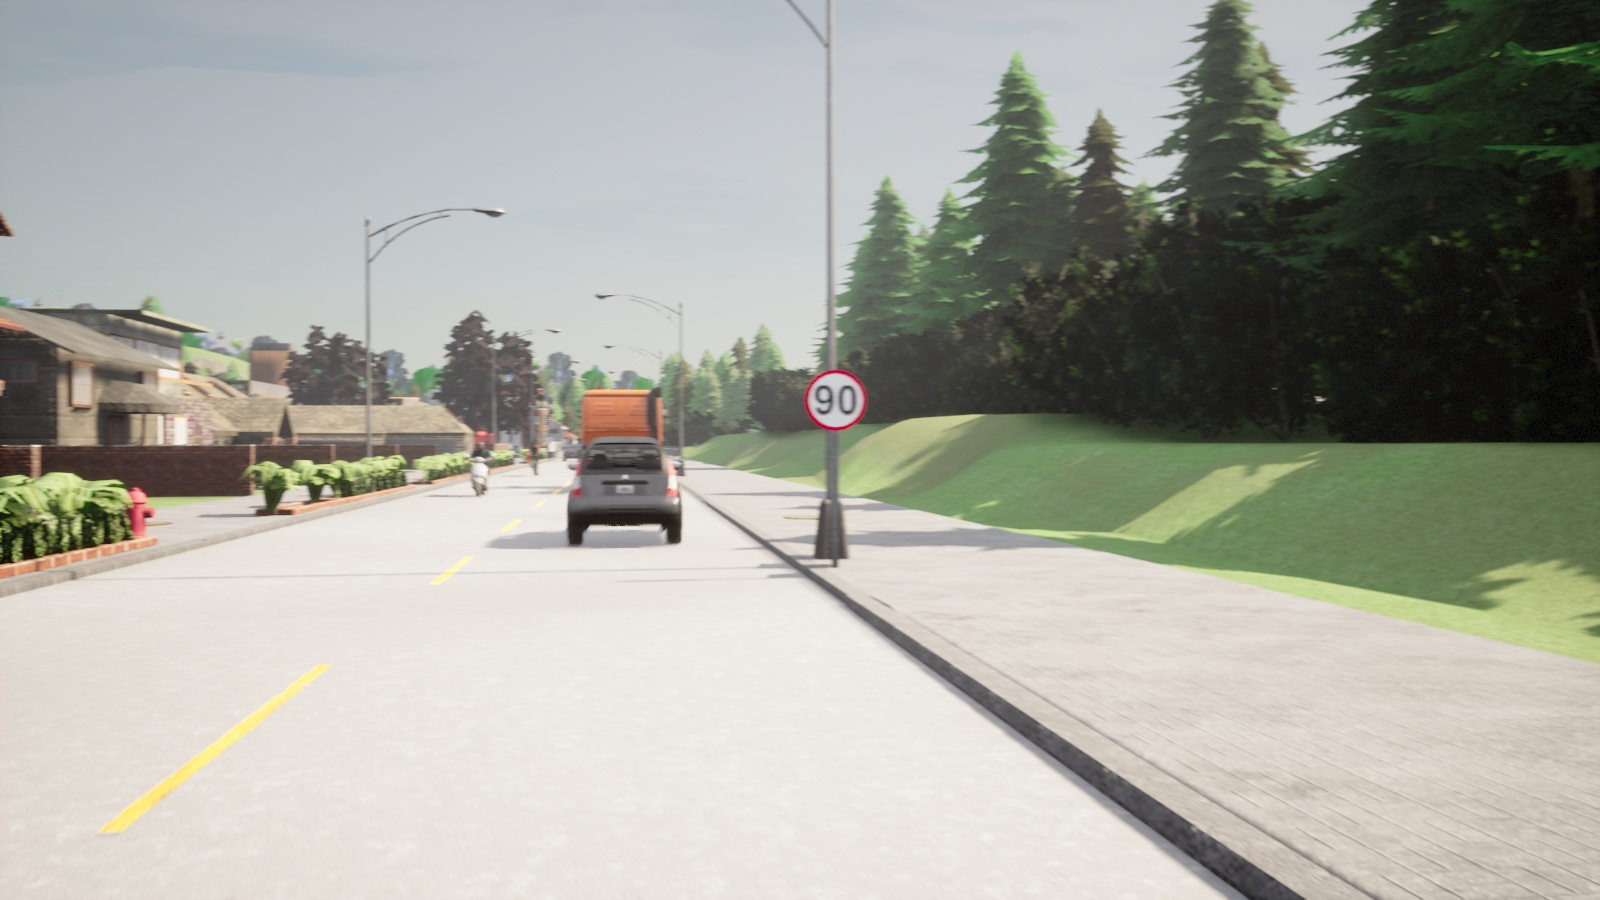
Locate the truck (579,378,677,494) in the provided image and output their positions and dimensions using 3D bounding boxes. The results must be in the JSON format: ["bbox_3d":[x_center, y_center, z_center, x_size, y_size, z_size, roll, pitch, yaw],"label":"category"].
[{"bbox_3d":[-5.676,-0.443,41.415,2.891,3.462,7.936,0,0,-8],"label":"truck"}]

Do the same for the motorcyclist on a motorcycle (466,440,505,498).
[{"bbox_3d":[-8.917,0.525,35.676,0.866,1.590,1.817,0,0,-8],"label":"motorcyclist on a motorcycle"}]

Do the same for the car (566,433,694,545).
[{"bbox_3d":[-2.735,0.543,20.209,1.851,1.617,3.988,0,0,-8],"label":"car"}]
